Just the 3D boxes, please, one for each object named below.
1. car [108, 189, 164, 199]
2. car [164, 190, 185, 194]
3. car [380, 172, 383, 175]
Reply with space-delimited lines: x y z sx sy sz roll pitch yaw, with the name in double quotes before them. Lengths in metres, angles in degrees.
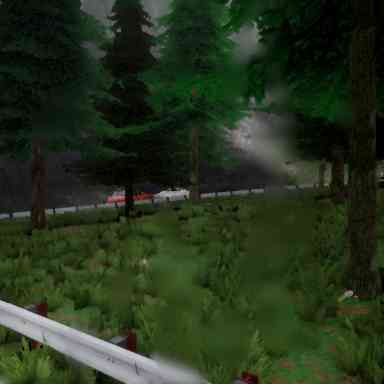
"car" -5.374 0.531 30.253 4.553 1.767 2.097 -5 3 -29
"car" -2.520 0.322 35.482 4.674 1.442 1.812 -5 2 -21
"car" 20.817 -1.632 34.894 4.553 1.767 2.097 -5 -2 25
